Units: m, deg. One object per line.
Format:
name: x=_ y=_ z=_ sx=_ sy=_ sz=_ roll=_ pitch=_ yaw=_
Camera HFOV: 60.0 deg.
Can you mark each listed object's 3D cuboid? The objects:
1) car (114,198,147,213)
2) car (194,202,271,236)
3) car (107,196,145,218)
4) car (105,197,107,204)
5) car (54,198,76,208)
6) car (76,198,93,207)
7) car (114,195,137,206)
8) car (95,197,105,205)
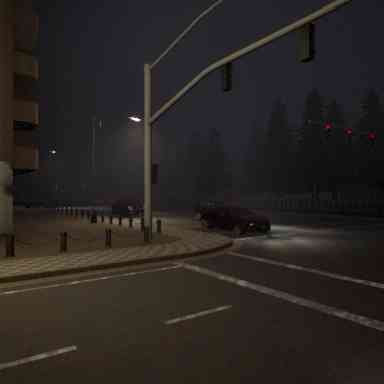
car: x=-7.285 y=1.559 z=39.069 sx=1.837 sy=1.490 sz=4.892 roll=0 pitch=0 yaw=-36
car: x=2.374 y=1.529 z=19.090 sx=1.882 sy=1.535 sz=5.008 roll=0 pitch=0 yaw=-30
car: x=-5.821 y=1.408 z=31.042 sx=2.097 sy=1.767 sz=4.553 roll=0 pitch=0 yaw=-36
car: x=-16.723 y=1.655 z=64.459 sx=1.895 sy=1.301 sz=4.718 roll=0 pitch=0 yaw=-36
car: x=-19.445 y=1.619 z=50.088 sx=1.994 sy=1.385 sz=4.181 roll=0 pitch=0 yaw=-35
car: x=-17.950 y=1.720 z=54.041 sx=1.895 sy=1.301 sz=4.718 roll=0 pitch=0 yaw=-36
car: x=-11.461 y=1.406 z=57.183 sx=2.097 sy=1.767 sz=4.553 roll=0 pitch=0 yaw=-36
car: x=-18.049 y=1.655 z=60.339 sx=1.895 sy=1.301 sz=4.718 roll=0 pitch=0 yaw=-36
